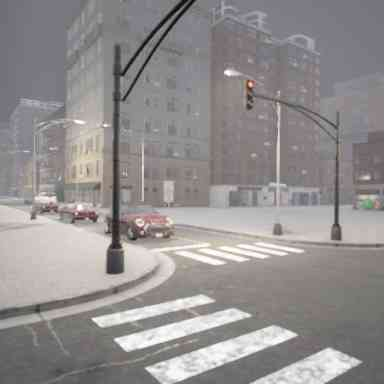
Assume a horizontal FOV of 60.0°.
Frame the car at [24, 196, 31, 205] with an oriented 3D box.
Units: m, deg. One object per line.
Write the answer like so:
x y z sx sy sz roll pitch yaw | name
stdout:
-26.768 1.392 55.600 2.033 1.411 5.357 1 0 -35 | car

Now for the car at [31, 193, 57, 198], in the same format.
-20.784 1.112 47.244 2.150 2.045 5.566 1 0 -36 | car

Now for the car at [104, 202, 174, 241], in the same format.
-2.789 1.368 16.995 2.097 1.767 4.553 1 0 -36 | car

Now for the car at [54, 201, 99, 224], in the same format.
-8.631 1.569 25.140 1.895 1.301 4.718 1 0 -35 | car

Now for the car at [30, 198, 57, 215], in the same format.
-14.626 1.521 33.545 1.895 1.301 4.718 1 0 -35 | car
